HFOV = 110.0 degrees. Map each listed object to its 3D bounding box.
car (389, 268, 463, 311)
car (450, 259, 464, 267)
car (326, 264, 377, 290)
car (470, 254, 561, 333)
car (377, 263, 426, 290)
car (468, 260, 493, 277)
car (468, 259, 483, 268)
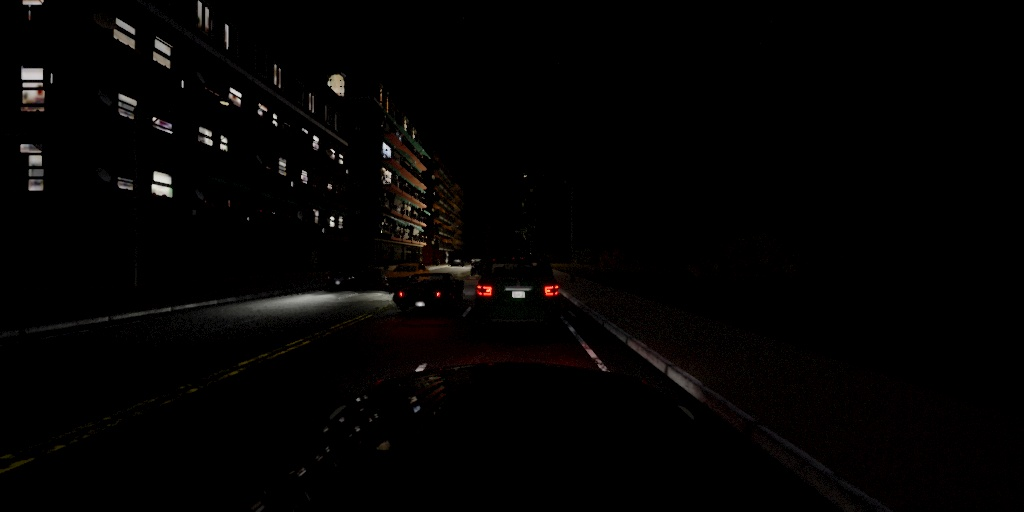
[{"bbox_3d":[-3.142,1.352,14.541,1.895,1.301,4.718,0,0,0],"label":"car"},{"bbox_3d":[-9.757,1.315,64.246,1.994,1.385,4.181,0,0,1],"label":"car"},{"bbox_3d":[-9.836,1.244,22.694,2.128,1.511,4.902,0,0,0],"label":"car"},{"bbox_3d":[0.111,0.973,10.842,2.150,2.045,5.566,0,0,-1],"label":"car"},{"bbox_3d":[-6.585,1.230,22.921,1.882,1.535,5.008,0,0,0],"label":"car"},{"bbox_3d":[-3.124,1.245,36.912,2.128,1.511,4.902,0,0,0],"label":"car"},{"bbox_3d":[-6.506,1.242,64.790,2.128,1.511,4.902,0,0,1],"label":"car"}]
